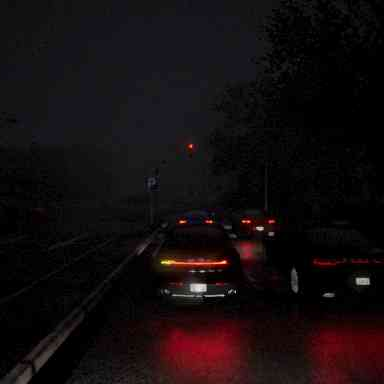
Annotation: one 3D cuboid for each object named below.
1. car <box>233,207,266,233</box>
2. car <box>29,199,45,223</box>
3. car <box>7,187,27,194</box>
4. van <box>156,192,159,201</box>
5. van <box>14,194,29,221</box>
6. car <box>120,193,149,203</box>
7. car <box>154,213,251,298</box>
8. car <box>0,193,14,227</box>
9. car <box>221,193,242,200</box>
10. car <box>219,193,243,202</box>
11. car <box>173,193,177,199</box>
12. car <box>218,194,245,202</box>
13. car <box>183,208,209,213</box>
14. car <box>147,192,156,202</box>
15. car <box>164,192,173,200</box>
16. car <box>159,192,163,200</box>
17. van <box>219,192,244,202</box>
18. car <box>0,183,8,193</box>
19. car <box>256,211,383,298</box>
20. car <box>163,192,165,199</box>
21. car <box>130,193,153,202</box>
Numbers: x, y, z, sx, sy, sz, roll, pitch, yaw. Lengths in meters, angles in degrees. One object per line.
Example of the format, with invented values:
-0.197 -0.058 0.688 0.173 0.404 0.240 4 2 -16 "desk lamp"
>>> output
3.235 1.550 17.913 1.812 1.442 4.674 0 0 1 "car"
-13.525 1.403 24.957 4.553 1.767 2.185 -1 0 -19 "car"
-27.940 0.137 53.694 2.002 1.452 4.674 6 -3 -19 "car"
-9.938 1.093 71.732 4.442 1.987 1.878 -1 0 -14 "van"
-13.513 1.297 21.979 4.442 1.987 1.878 -1 0 -19 "van"
-11.180 1.358 62.754 4.792 1.488 2.163 -1 0 -15 "car"
0.139 1.515 8.536 1.837 1.490 4.892 0 0 0 "car"
-13.643 1.267 18.943 5.566 2.045 2.435 -1 0 -19 "car"
9.809 1.129 82.927 4.553 1.767 2.185 1 0 -12 "car"
7.955 1.141 68.236 4.553 1.767 2.185 1 0 -13 "car"
-7.623 1.064 89.679 5.566 2.045 2.435 -1 0 -12 "car"
8.504 1.264 71.227 5.366 1.575 1.946 1 0 -13 "car"
0.216 1.551 17.660 1.812 1.442 4.674 0 0 1 "car"
-10.522 1.315 65.743 5.366 1.575 1.946 -1 0 -14 "car"
-8.086 1.357 86.675 4.674 1.452 2.002 -1 0 -12 "car"
-9.697 1.321 74.703 4.892 1.521 2.231 -1 0 -13 "car"
7.558 1.042 65.268 4.442 1.987 1.878 1 0 -14 "van"
-30.934 -0.426 53.767 2.435 2.045 5.566 6 -3 -19 "car"
3.140 1.488 8.573 1.882 1.535 5.008 0 0 0 "car"
-9.311 1.359 77.696 4.674 1.452 2.002 -1 0 -13 "car"
-10.416 1.196 68.694 4.553 1.767 2.185 -1 0 -14 "car"
